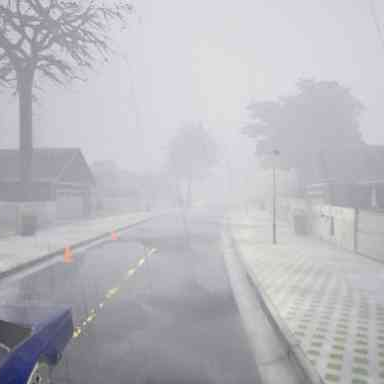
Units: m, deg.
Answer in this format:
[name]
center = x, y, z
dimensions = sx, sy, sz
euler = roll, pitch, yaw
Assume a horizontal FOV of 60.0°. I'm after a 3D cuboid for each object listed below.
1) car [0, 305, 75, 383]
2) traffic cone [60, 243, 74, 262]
[car]
center = -2.411, 1.604, 1.890
dimensions = 1.895, 1.301, 4.718
euler = 0, 0, 1
[traffic cone]
center = -4.136, 1.998, 11.055
dimensions = 0.340, 0.580, 0.340
euler = 0, 0, 3
